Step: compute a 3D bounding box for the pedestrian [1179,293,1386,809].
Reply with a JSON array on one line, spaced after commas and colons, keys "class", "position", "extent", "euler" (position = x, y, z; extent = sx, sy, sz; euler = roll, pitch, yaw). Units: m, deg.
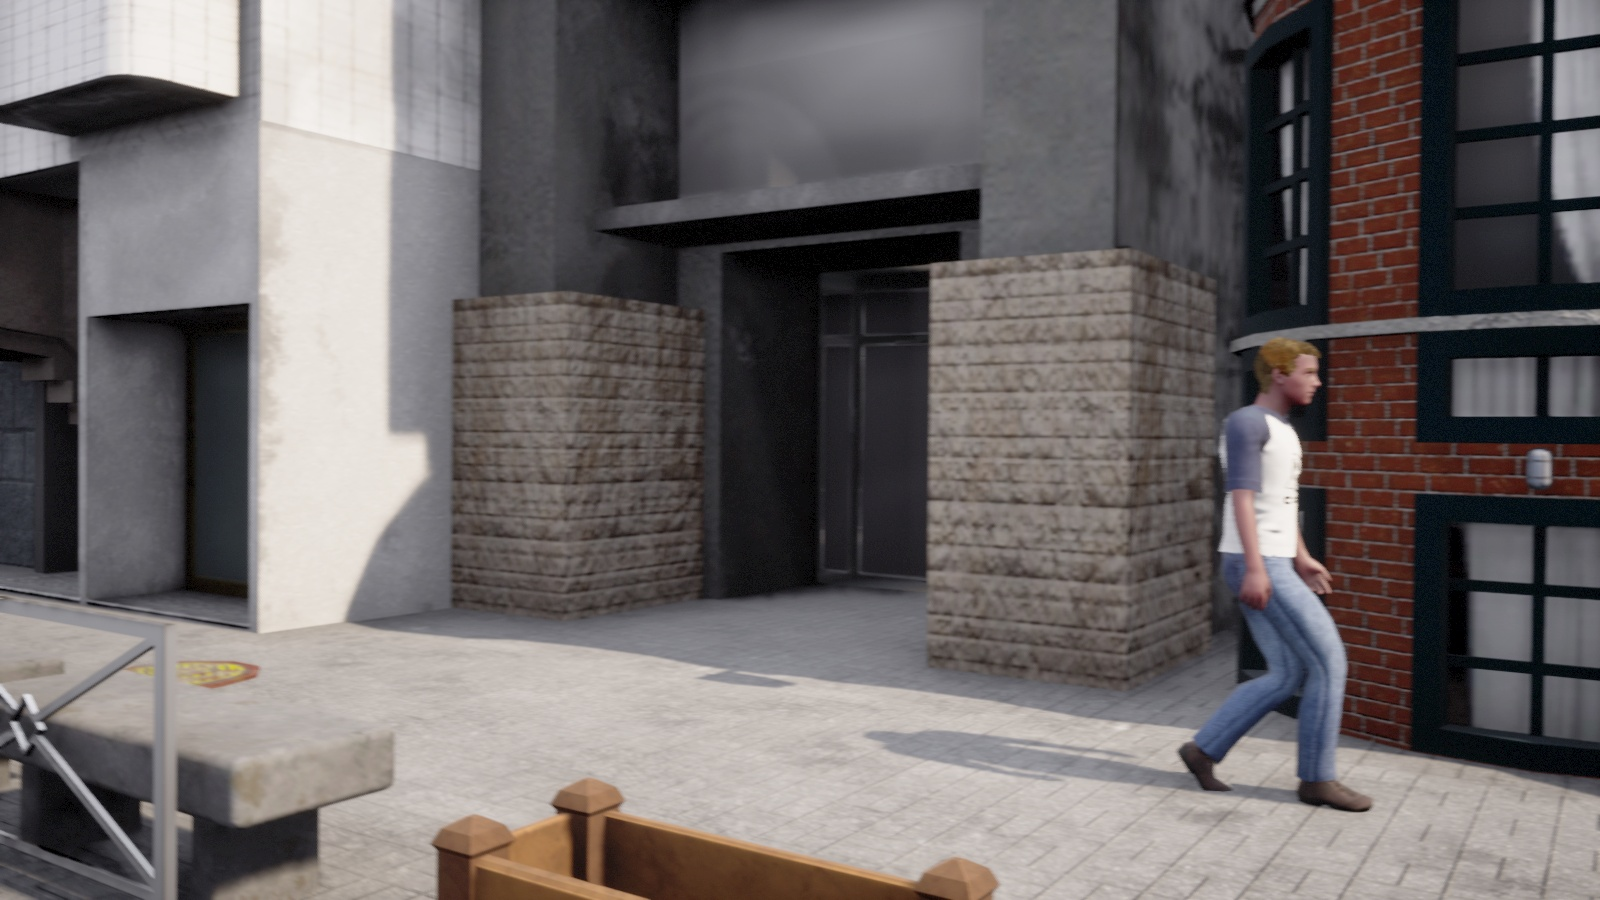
[{"class": "pedestrian", "position": [1.834, 0.359, 4.769], "extent": [0.706, 1.836, 0.354], "euler": [0, 1, 25]}]
